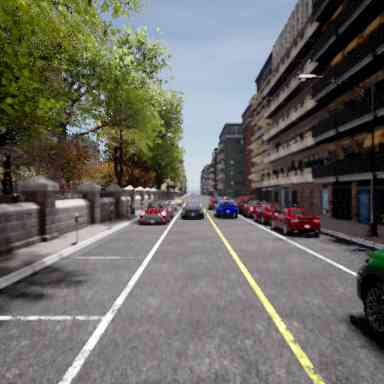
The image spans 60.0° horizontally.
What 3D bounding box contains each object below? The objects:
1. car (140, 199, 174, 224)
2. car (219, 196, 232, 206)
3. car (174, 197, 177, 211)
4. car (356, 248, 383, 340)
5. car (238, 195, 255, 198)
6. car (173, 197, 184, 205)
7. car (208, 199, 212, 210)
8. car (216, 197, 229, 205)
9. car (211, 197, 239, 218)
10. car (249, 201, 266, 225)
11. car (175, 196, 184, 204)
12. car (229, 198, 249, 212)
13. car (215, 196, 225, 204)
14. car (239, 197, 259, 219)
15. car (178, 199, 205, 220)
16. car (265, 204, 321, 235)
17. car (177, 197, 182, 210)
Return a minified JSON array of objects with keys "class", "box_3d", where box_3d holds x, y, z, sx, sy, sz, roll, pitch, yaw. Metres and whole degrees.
[{"class":"car","box_3d":[-2.647,1.467,24.392,1.967,1.590,4.097,0,0,0]},{"class":"car","box_3d":[5.802,1.548,58.156,1.967,1.590,4.097,0,0,0]},{"class":"car","box_3d":[-2.635,1.477,30.021,1.967,1.590,4.097,0,0,0]},{"class":"car","box_3d":[3.903,1.237,3.388,2.150,2.045,5.566,0,0,0]},{"class":"car","box_3d":[5.756,1.379,35.635,2.192,1.841,5.009,0,0,0]},{"class":"car","box_3d":[-2.566,1.653,63.803,2.008,1.369,4.403,0,0,0]},{"class":"car","box_3d":[3.102,1.599,44.158,1.812,1.442,4.674,0,0,1]},{"class":"car","box_3d":[5.814,1.686,63.787,1.947,1.339,4.313,0,0,0]},{"class":"car","box_3d":[3.130,1.529,31.139,1.882,1.535,5.008,0,0,0]},{"class":"car","box_3d":[5.734,1.590,24.375,1.887,1.381,4.507,0,0,0]},{"class":"car","box_3d":[-2.556,1.641,69.264,1.752,1.417,4.829,0,0,0]},{"class":"car","box_3d":[5.768,1.514,41.266,1.967,1.590,4.097,0,0,0]},{"class":"car","box_3d":[5.825,1.660,69.588,1.752,1.417,4.829,0,0,0]},{"class":"car","box_3d":[5.746,1.495,30.005,1.967,1.590,4.097,0,0,0]},{"class":"car","box_3d":[0.054,1.604,28.534,1.994,1.385,4.181,0,0,0]},{"class":"car","box_3d":[5.723,1.581,18.745,1.887,1.381,4.507,0,0,0]},{"class":"car","box_3d":[-2.612,1.607,41.282,2.008,1.369,4.403,0,0,0]}]
